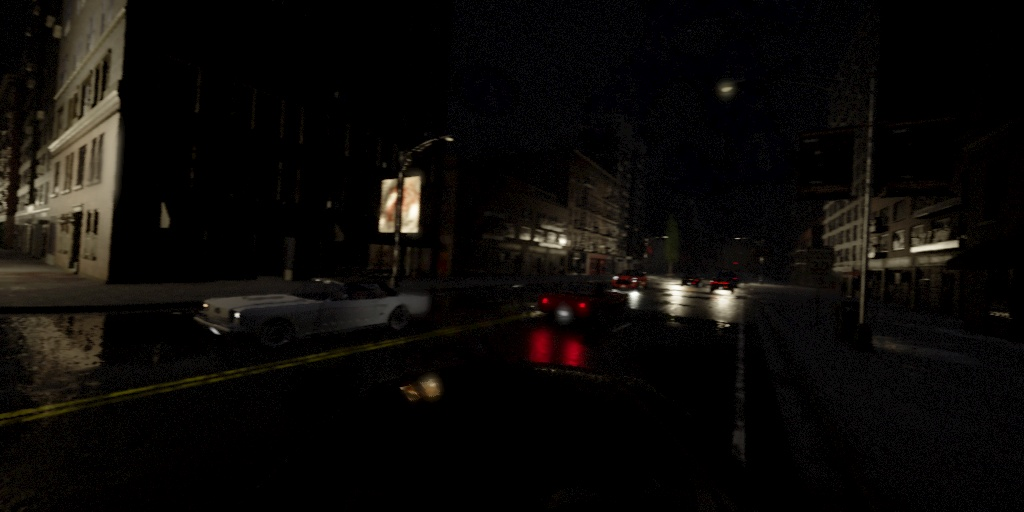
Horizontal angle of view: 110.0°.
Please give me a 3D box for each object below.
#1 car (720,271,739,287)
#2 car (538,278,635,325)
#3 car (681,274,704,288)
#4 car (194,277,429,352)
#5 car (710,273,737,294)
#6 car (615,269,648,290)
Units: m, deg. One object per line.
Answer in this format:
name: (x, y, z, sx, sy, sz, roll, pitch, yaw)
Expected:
car: (26.819, 2.915, 44.624, 2.150, 2.045, 5.566, 3, -1, 33)
car: (2.873, 1.632, 13.332, 1.895, 1.301, 4.718, 3, -1, 33)
car: (20.524, 2.810, 40.843, 1.837, 1.490, 4.892, 3, 0, 33)
car: (-4.308, 1.179, 8.527, 1.895, 1.301, 4.718, 3, -1, 33)
car: (19.758, 2.688, 33.634, 1.837, 1.490, 4.892, 3, -2, 33)
car: (10.424, 1.994, 31.438, 2.097, 1.767, 4.553, 3, -1, 33)
